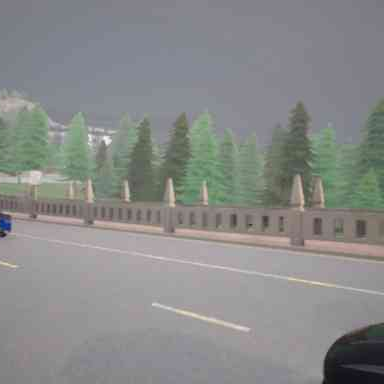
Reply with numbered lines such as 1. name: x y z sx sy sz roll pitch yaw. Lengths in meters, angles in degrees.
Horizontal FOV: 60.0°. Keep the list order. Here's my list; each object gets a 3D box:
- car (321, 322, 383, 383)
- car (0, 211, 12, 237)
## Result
1. car: 3.278 1.492 1.654 5.008 1.535 1.882 0 0 35
2. car: -10.520 1.337 15.787 5.008 1.535 1.882 0 0 35
